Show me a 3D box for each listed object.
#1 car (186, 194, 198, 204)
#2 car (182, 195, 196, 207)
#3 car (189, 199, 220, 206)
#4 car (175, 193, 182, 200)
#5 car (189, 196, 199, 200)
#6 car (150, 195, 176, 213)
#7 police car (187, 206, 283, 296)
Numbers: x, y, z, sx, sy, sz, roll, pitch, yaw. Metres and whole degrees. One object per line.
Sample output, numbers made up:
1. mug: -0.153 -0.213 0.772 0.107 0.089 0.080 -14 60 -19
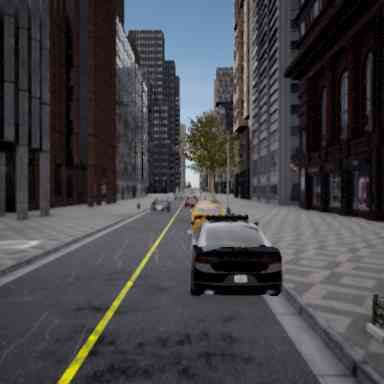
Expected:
1. car: 0.001 1.184 59.155 1.882 1.535 5.008 0 0 0
2. car: 0.019 1.334 46.356 1.994 1.385 4.181 0 0 1
3. car: 0.900 1.385 18.603 1.882 1.535 5.008 0 0 0
4. car: -2.998 1.071 74.334 1.837 1.490 4.892 0 0 0
5. car: 0.900 1.332 24.794 1.801 1.575 5.366 0 0 0
6. car: -3.094 1.324 33.804 2.128 1.511 4.902 0 0 0
7. police car: 0.900 1.382 8.713 1.930 1.638 5.238 0 0 0
